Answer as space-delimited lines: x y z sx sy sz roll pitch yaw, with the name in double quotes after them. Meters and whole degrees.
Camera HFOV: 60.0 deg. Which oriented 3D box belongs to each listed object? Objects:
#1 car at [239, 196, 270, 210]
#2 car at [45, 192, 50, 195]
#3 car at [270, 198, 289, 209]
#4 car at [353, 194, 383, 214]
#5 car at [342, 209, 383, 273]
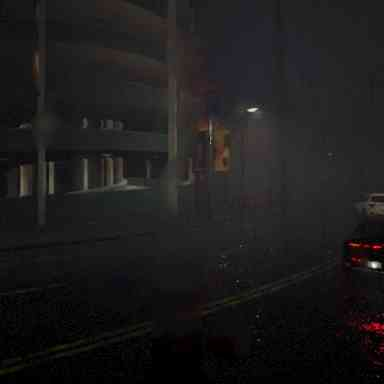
7.850 1.326 43.275 2.097 1.767 4.553 0 0 -13 "car"
-25.075 1.068 58.078 2.435 2.045 5.566 0 0 -36 "car"
11.181 1.530 44.312 1.994 1.385 4.181 0 0 -13 "car"
14.635 1.184 26.713 2.150 2.045 5.566 0 0 15 "car"
5.946 1.491 9.836 1.837 1.490 4.892 0 0 41 "car"
